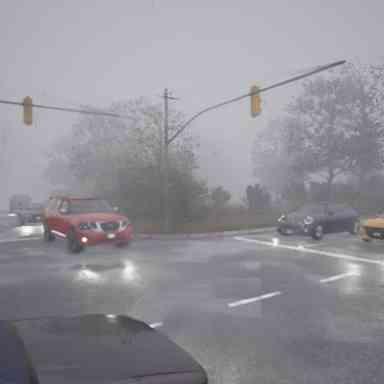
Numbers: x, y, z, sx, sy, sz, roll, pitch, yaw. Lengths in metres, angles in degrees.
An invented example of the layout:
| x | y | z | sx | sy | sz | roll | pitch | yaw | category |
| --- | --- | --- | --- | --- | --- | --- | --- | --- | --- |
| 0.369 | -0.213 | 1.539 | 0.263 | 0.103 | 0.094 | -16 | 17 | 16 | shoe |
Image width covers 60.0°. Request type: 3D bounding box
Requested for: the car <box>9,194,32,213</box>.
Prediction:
| x | y | z | sx | sy | sz | roll | pitch | yaw | category |
| --- | --- | --- | --- | --- | --- | --- | --- | --- | --- |
| -19.971 | 1.276 | 38.777 | 2.150 | 2.045 | 5.566 | 0 | 0 | -28 | car |

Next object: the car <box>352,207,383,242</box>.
| x | y | z | sx | sy | sz | roll | pitch | yaw | category |
| --- | --- | --- | --- | --- | --- | --- | --- | --- | --- |
| 9.449 | 1.403 | 14.628 | 5.008 | 1.535 | 1.882 | 0 | 0 | -33 | car |

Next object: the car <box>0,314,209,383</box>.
| x | y | z | sx | sy | sz | roll | pitch | yaw | category |
| --- | --- | --- | --- | --- | --- | --- | --- | --- | --- |
| -2.387 | 1.550 | 2.007 | 5.357 | 1.411 | 2.033 | 0 | 0 | -35 | car |

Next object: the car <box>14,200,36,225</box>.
| x | y | z | sx | sy | sz | roll | pitch | yaw | category |
| --- | --- | --- | --- | --- | --- | --- | --- | --- | --- |
| -11.185 | 1.541 | 23.667 | 1.994 | 1.385 | 4.181 | 0 | 0 | -32 | car |

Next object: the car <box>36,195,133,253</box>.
| x | y | z | sx | sy | sz | roll | pitch | yaw | category |
| --- | --- | --- | --- | --- | --- | --- | --- | --- | --- |
| -4.618 | 1.190 | 14.139 | 2.150 | 2.045 | 5.566 | 0 | 1 | -39 | car |

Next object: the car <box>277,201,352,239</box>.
| x | y | z | sx | sy | sz | roll | pitch | yaw | category |
| --- | --- | --- | --- | --- | --- | --- | --- | --- | --- |
| 6.424 | 1.281 | 16.813 | 4.553 | 1.767 | 2.097 | 0 | 0 | -34 | car |

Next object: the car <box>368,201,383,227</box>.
| x | y | z | sx | sy | sz | roll | pitch | yaw | category |
| --- | --- | --- | --- | --- | --- | --- | --- | --- | --- |
| 13.948 | 1.381 | 21.734 | 4.902 | 1.511 | 2.128 | 0 | 0 | -33 | car |
